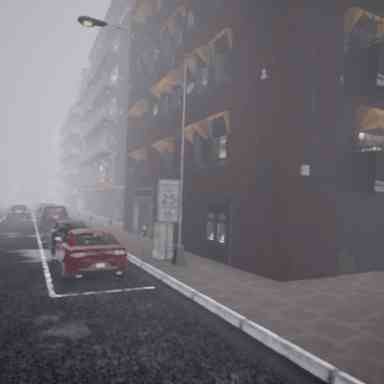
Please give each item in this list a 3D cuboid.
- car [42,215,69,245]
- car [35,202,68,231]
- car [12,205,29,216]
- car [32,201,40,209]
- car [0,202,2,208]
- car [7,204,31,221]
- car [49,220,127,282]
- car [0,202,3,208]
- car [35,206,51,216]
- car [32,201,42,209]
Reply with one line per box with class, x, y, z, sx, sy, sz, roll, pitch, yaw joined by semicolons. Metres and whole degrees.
car;-5.730;1.960;15.545;1.947;1.339;4.313;2;-2;-26
car;-10.709;1.924;25.722;2.192;1.841;5.009;2;-2;-26
car;-23.186;2.540;45.151;1.895;1.301;4.718;3;-2;-25
car;-15.694;2.139;35.893;2.192;1.841;5.009;2;-2;-26
car;-43.167;2.797;72.918;1.967;1.590;4.097;2;-2;-26
car;-18.254;2.079;35.176;2.097;1.767;4.553;3;-2;-26
car;-3.388;1.838;10.768;1.887;1.381;4.507;2;-2;-26
car;-45.661;3.033;77.999;1.947;1.339;4.313;2;-2;-26
car;-20.682;2.623;46.055;1.802;1.307;4.206;2;-2;-26
car;-38.121;3.122;81.657;2.192;1.841;5.009;2;-2;-26
